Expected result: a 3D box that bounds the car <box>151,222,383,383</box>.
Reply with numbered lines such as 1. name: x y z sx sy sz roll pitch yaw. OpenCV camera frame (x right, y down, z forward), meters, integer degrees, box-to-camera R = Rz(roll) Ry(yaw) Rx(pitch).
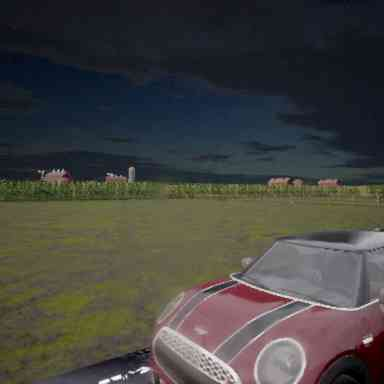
1. car: 1.748 1.352 4.329 4.553 1.767 2.097 0 0 -36
